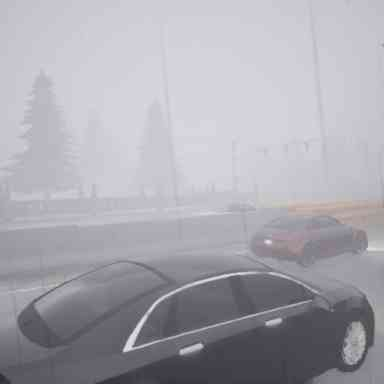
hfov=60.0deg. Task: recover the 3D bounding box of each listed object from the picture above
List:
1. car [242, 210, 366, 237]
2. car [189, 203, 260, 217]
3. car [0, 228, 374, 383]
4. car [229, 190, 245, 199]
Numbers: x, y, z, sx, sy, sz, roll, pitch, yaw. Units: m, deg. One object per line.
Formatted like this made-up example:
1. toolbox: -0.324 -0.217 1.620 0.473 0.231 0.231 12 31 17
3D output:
1. car: 3.842 1.367 10.770 4.181 1.385 1.994 -2 1 -35
2. car: 2.086 1.315 18.341 4.718 1.301 1.895 -2 1 -35
3. car: 0.255 1.484 3.927 4.892 1.490 1.837 -1 1 -35
4. car: 7.038 0.499 51.670 2.128 1.511 4.902 -2 1 -35
